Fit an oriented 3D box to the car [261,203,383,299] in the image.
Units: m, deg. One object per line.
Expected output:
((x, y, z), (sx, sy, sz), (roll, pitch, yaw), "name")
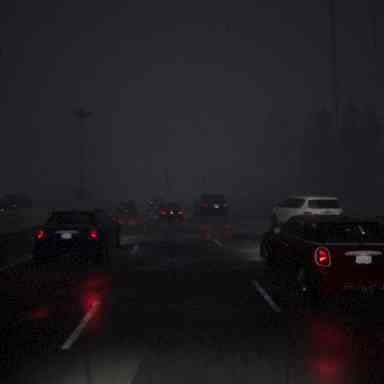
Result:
((3.283, 1.343, 8.647), (2.097, 1.767, 4.553), (0, 0, -2), "car")

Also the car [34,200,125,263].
((-3.922, 1.350, 12.153), (2.097, 1.767, 4.553), (0, 0, -4), "car")

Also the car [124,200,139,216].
((-6.191, 1.482, 31.917), (2.128, 1.511, 4.902), (0, 0, -9), "car")

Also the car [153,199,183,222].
((-1.795, 1.535, 26.382), (2.033, 1.411, 5.357), (0, 0, -8), "car")

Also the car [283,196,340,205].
((6.148, 1.204, 18.271), (2.150, 2.045, 5.566), (0, 0, -5), "car")

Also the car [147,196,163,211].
((-4.439, 1.334, 41.504), (2.097, 1.767, 4.553), (0, 0, -12), "car")

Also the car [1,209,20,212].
((-16.979, 1.224, 31.758), (2.150, 2.045, 5.566), (0, 0, -10), "car")

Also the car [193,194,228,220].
((1.483, 1.204, 28.149), (2.150, 2.045, 5.566), (0, 0, -8), "car")
